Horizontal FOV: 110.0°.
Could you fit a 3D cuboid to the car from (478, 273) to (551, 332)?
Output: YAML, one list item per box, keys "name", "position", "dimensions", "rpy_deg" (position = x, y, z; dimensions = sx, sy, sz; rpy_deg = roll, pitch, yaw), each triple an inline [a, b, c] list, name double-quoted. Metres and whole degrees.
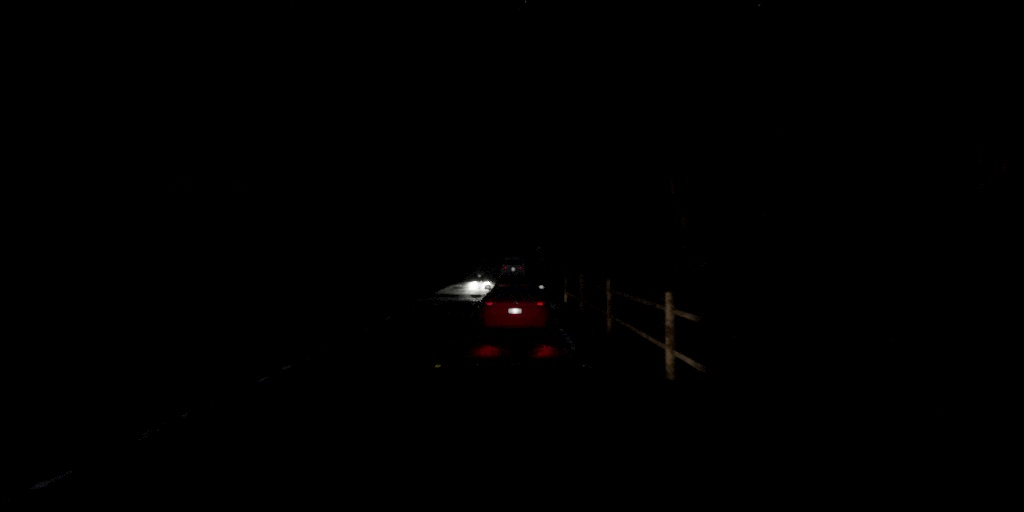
- name: "car"
  position: [0.087, 1.393, 11.213]
  dimensions: [1.994, 1.385, 4.181]
  rpy_deg: [0, 0, 0]

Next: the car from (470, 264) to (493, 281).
- name: "car"
  position: [-2.836, 1.499, 33.910]
  dimensions: [2.128, 1.511, 4.902]
  rpy_deg: [0, 0, 0]

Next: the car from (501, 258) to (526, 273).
- name: "car"
  position: [0.110, 1.227, 33.695]
  dimensions: [2.150, 2.045, 5.566]
  rpy_deg: [0, 0, 0]
